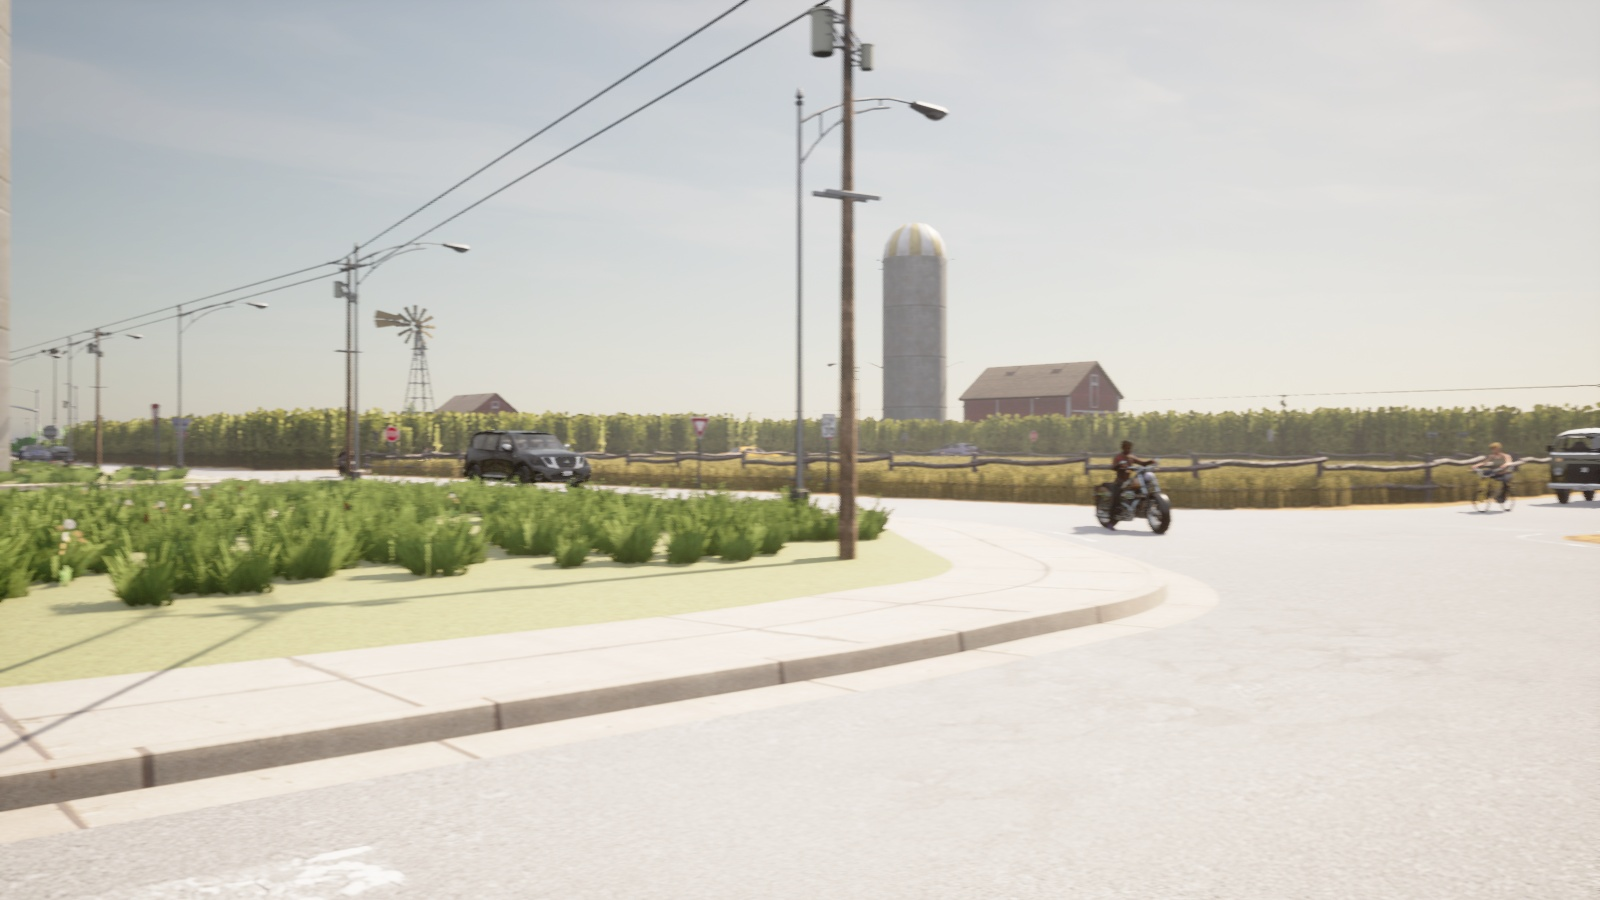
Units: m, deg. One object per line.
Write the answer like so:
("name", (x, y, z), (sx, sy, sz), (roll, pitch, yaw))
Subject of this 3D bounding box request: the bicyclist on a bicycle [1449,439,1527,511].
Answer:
("bicyclist on a bicycle", (15.855, 0.560, 28.941), (1.509, 1.612, 0.866), (-1, 0, -29))

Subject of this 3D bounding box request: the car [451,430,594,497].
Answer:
("car", (-9.190, 0.399, 41.243), (2.150, 2.045, 5.566), (0, 0, -41))

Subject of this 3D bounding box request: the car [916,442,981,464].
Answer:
("car", (11.513, 0.180, 97.578), (2.033, 1.649, 4.856), (0, 1, -41))

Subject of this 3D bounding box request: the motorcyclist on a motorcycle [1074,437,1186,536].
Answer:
("motorcyclist on a motorcycle", (5.762, 0.604, 22.096), (0.766, 1.649, 2.350), (0, 0, -18))

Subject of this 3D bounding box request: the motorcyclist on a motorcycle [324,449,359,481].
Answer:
("motorcyclist on a motorcycle", (-22.603, 0.713, 61.842), (0.866, 1.530, 2.191), (0, 0, -41))

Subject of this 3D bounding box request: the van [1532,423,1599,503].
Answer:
("van", (21.501, 0.316, 33.714), (4.480, 2.038, 2.069), (0, 0, -45))

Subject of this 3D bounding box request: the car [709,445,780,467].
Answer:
("car", (-4.089, 0.406, 93.221), (5.366, 1.575, 1.801), (-1, 1, -41))
